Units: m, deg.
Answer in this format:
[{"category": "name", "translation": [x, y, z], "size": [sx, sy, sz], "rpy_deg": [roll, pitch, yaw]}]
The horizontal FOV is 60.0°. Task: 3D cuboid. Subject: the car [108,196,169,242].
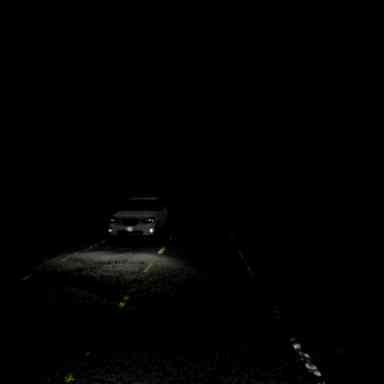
[{"category": "car", "translation": [-2.509, 1.243, 17.051], "size": [2.150, 2.045, 5.566], "rpy_deg": [0, 0, 4]}]
